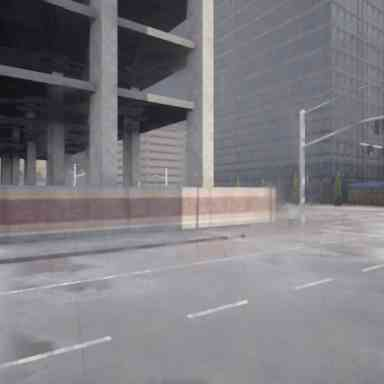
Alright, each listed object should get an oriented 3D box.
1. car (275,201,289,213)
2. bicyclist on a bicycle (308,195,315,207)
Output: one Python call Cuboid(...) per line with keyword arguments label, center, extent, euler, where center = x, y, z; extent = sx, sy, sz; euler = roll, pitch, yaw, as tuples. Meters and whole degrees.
Cuboid(label="car", center=(8.543, 1.507, 36.930), extent=(1.812, 1.442, 4.674), euler=(0, 0, -36))
Cuboid(label="bicyclist on a bicycle", center=(16.610, 1.273, 46.220), extent=(1.656, 1.620, 0.582), euler=(0, 0, -36))
